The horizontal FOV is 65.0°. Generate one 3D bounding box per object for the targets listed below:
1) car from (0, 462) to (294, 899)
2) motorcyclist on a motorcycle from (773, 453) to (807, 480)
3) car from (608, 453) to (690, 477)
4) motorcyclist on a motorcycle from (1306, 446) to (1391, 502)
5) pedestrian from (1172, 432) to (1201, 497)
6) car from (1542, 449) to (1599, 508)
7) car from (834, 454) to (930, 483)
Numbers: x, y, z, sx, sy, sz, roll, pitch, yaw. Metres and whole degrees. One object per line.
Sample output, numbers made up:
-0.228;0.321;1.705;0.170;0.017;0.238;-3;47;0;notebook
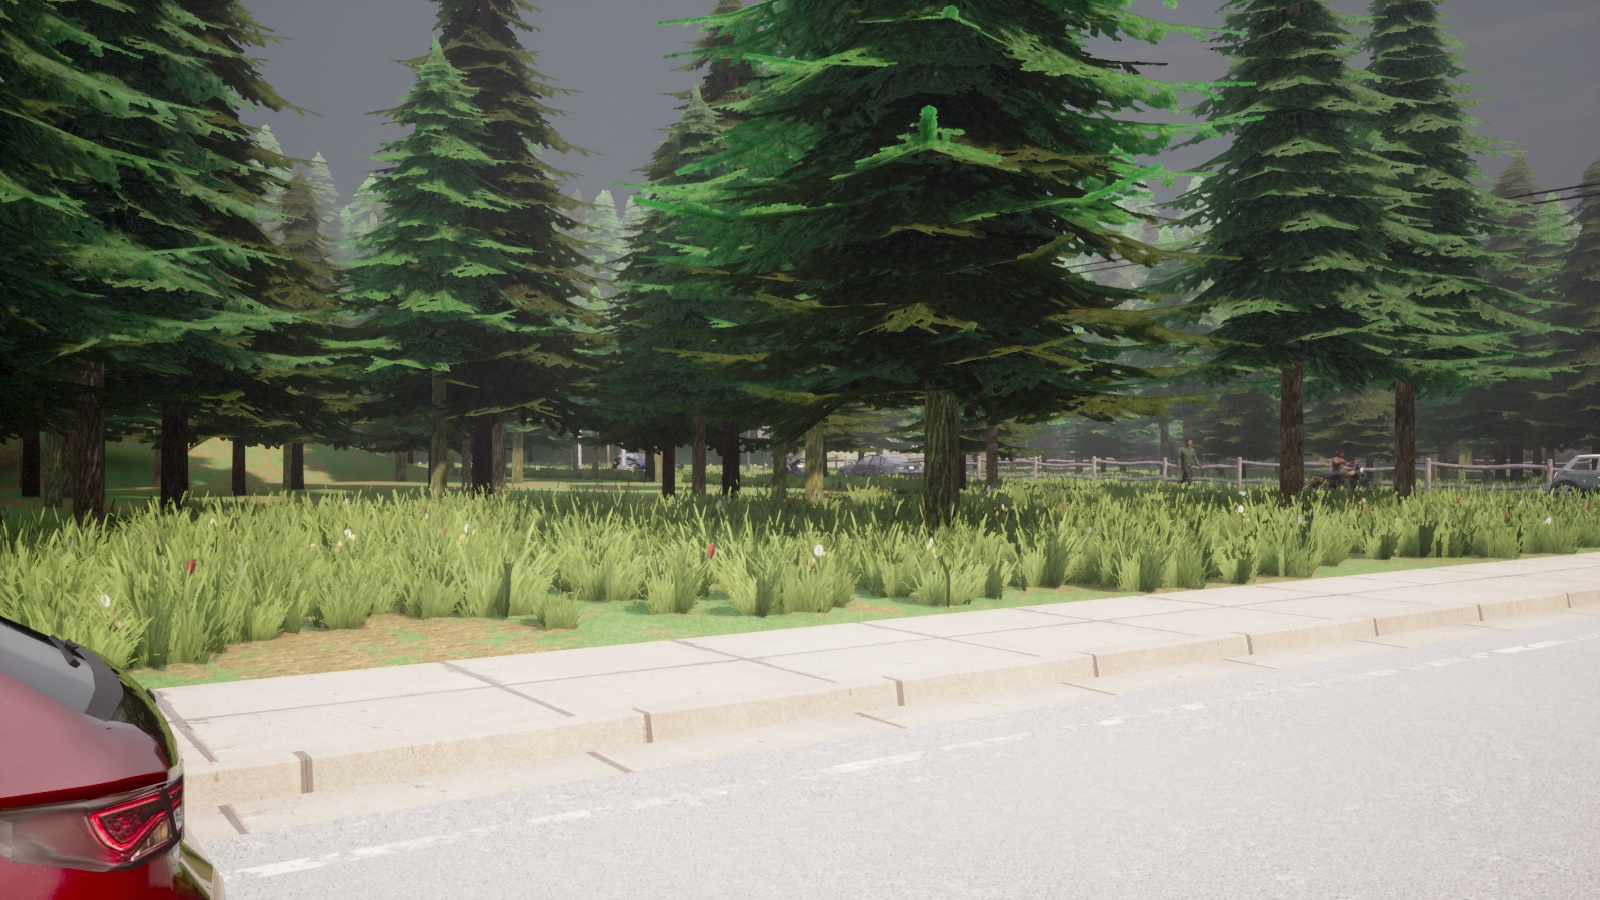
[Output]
-3.043;0.769;1.540;4.193;1.474;1.816;0;0;-35;car
-0.571;0.928;71.075;0.866;1.530;2.191;0;0;-35;motorcyclist on a motorcycle
-9.849;0.956;81.972;4.792;1.488;2.163;0;0;-32;car
16.839;0.719;38.631;0.766;1.649;2.350;0;0;-33;motorcyclist on a motorcycle
11.848;0.439;38.484;0.423;1.949;0.788;0;0;-24;pedestrian
21.215;0.708;31.677;1.970;1.475;3.806;0;0;-32;car
4.116;0.914;64.082;2.033;1.411;5.357;0;0;-34;car
